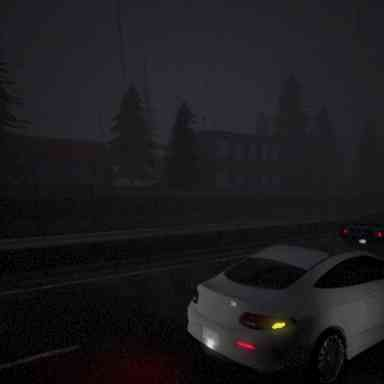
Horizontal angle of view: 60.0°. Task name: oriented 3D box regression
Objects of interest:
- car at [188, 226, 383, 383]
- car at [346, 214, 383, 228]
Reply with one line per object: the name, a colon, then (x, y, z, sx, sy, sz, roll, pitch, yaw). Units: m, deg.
car: (2.100, 1.523, 5.247, 4.674, 1.442, 1.812, 0, 0, -35)
car: (8.345, 1.593, 14.001, 4.718, 1.301, 1.895, 0, 0, -36)
